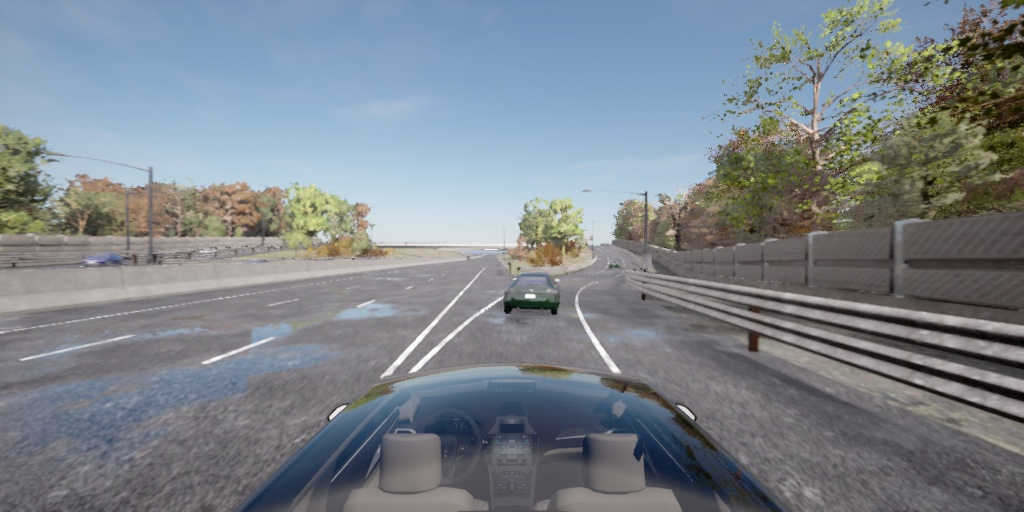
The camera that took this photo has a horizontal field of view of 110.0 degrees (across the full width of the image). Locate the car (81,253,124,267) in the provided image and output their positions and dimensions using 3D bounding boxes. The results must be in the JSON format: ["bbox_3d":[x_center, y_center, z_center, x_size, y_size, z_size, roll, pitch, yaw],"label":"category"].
[{"bbox_3d":[-44.015,0.379,38.740,1.812,1.442,4.674,0,1,-26],"label":"car"}]

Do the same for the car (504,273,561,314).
[{"bbox_3d":[0.904,1.354,14.069,1.994,1.385,4.181,1,-1,8],"label":"car"}]

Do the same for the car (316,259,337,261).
[{"bbox_3d":[-23.180,1.090,44.808,2.128,1.511,4.902,0,0,-2],"label":"car"}]

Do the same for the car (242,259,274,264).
[{"bbox_3d":[-30.080,1.098,42.259,2.033,1.411,5.357,0,0,-2],"label":"car"}]
